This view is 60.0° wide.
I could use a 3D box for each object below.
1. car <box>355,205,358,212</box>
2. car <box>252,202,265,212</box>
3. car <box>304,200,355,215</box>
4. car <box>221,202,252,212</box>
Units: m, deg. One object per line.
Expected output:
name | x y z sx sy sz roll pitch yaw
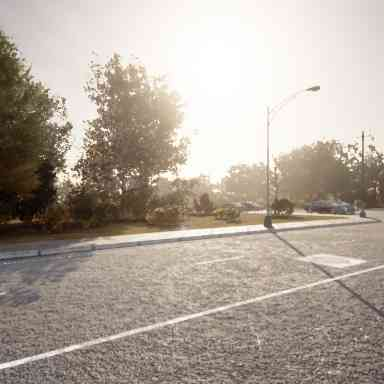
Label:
car | 17.015 1.745 39.252 2.128 1.511 4.902 0 -2 -33
car | 9.163 2.355 51.855 1.837 1.490 4.892 0 -3 -32
car | 14.633 1.708 36.485 2.128 1.511 4.902 0 -1 -32
car | 6.277 2.334 49.863 1.837 1.490 4.892 0 -3 -32
